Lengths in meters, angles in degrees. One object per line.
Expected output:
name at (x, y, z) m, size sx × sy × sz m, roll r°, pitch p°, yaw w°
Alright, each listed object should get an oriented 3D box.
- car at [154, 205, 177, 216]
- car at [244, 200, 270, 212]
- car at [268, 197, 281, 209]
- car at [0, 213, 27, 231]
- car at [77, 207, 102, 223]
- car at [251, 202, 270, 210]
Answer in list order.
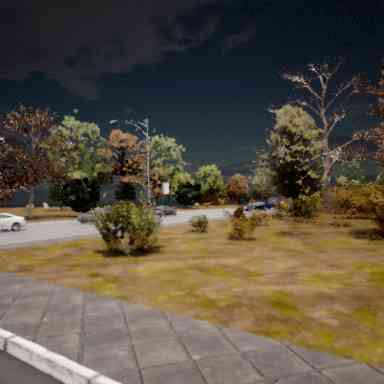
car at (-3.728, 2.391, 41.613) m, size 1.994 × 1.385 × 4.181 m, roll -3°, pitch -2°, yaw 32°
car at (9.340, 2.215, 48.915) m, size 1.895 × 1.301 × 4.718 m, roll -3°, pitch -2°, yaw 32°
car at (14.679, 1.926, 57.378) m, size 2.150 × 2.045 × 5.566 m, roll -3°, pitch -2°, yaw 33°
car at (-14.706, 2.292, 24.570) m, size 1.812 × 1.442 × 4.674 m, roll -3°, pitch -2°, yaw 34°
car at (-9.127, 2.289, 33.074) m, size 1.837 × 1.490 × 4.892 m, roll -3°, pitch -2°, yaw 32°
car at (12.477, 2.464, 60.387) m, size 1.895 × 1.301 × 4.718 m, roll -3°, pitch -2°, yaw 33°
